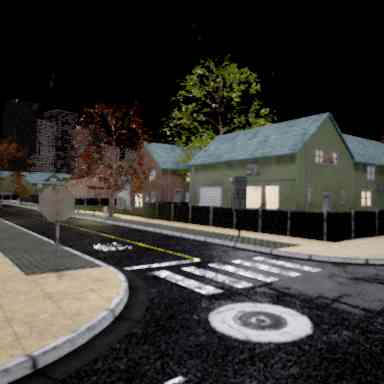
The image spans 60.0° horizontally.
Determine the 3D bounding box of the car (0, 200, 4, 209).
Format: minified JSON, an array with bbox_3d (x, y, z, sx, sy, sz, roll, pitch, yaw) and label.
[{"bbox_3d":[-25.331,1.428,42.334,1.837,1.490,4.892,2,-1,-38],"label":"car"}]
